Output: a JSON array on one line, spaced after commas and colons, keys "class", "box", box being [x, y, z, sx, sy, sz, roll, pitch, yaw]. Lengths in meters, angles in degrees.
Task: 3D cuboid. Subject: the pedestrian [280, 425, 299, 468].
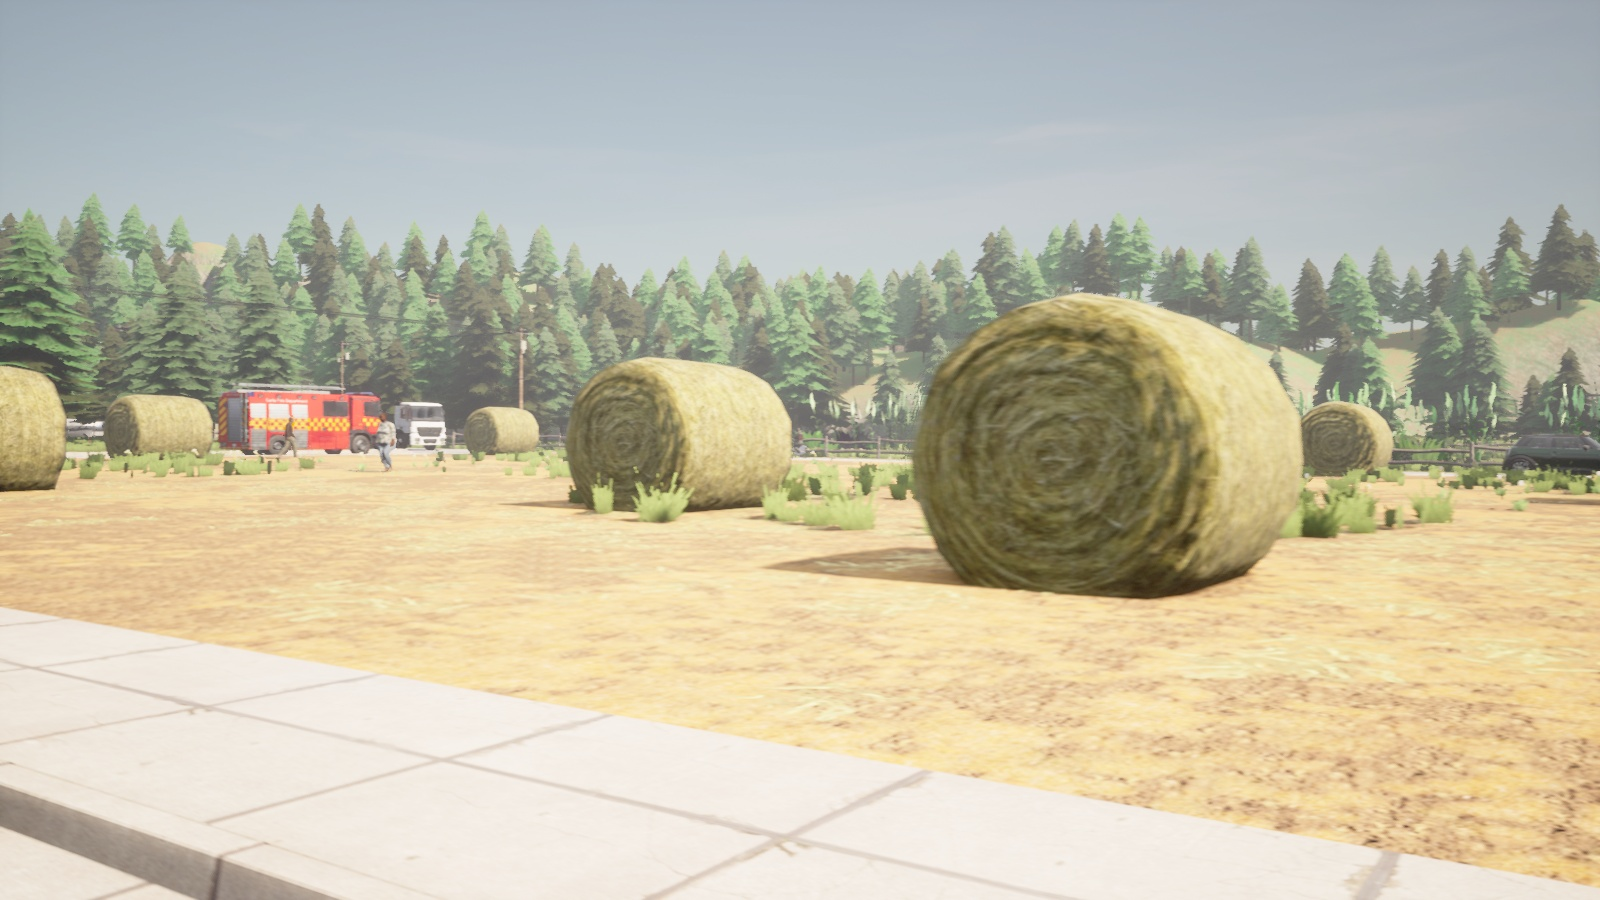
[{"class": "pedestrian", "box": [-22.014, -0.156, 54.173, 0.703, 1.840, 0.431, -1, 1, -30]}]

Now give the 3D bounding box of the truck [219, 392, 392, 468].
[{"class": "truck", "box": [-26.481, -1.091, 67.765, 2.891, 3.827, 8.468, 0, 1, 35]}]

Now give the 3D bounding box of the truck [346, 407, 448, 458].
[{"class": "truck", "box": [-28.791, -1.219, 89.505, 7.936, 3.462, 2.891, 0, 1, 37]}]

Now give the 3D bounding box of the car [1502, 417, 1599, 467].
[{"class": "car", "box": [28.350, -0.300, 45.798, 4.553, 1.767, 2.097, 0, 1, 37]}]

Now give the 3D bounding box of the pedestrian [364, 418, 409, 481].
[{"class": "pedestrian", "box": [-12.417, -0.019, 37.748, 0.874, 1.855, 0.900, 0, 1, 22]}]
